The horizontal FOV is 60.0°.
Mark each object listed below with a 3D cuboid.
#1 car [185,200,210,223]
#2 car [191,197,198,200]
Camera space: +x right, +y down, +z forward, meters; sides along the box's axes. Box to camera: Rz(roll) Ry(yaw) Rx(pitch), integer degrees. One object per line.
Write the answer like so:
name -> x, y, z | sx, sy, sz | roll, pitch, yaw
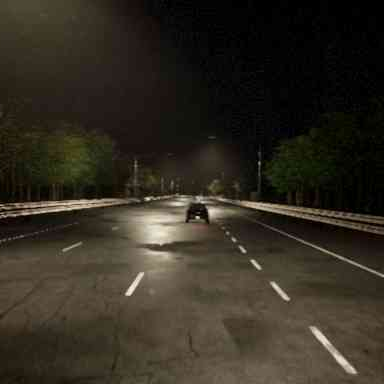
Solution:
car -> 0.458, 1.746, 28.352 | 1.837, 1.490, 4.892 | 1, -1, 0
car -> 0.564, 1.935, 49.487 | 2.128, 1.511, 4.902 | 1, -1, 0
